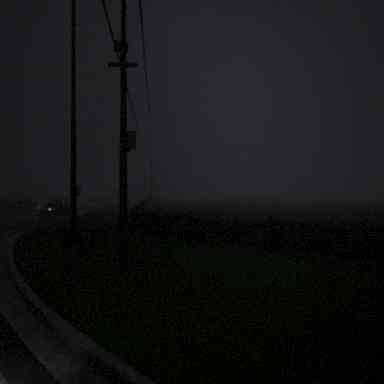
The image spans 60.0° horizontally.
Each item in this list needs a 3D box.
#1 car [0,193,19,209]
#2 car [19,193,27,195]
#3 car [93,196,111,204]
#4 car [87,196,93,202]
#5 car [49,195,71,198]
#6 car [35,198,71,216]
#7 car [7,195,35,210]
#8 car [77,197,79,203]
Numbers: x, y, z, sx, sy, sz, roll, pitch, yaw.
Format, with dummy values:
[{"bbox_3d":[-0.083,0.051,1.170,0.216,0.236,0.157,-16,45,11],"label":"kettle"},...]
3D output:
[{"bbox_3d":[-24.853,1.292,43.306,2.097,1.767,4.553,0,0,-6],"label":"car"},{"bbox_3d":[-30.011,1.145,58.167,2.150,2.045,5.566,0,0,-6],"label":"car"},{"bbox_3d":[-16.157,1.424,61.256,2.128,1.511,4.902,0,0,-6],"label":"car"},{"bbox_3d":[-20.647,1.517,69.771,1.895,1.301,4.718,0,0,-6],"label":"car"},{"bbox_3d":[-18.201,1.543,47.036,1.895,1.301,4.718,0,0,-6],"label":"car"},{"bbox_3d":[-13.103,1.524,32.100,1.994,1.385,4.181,0,0,-6],"label":"car"},{"bbox_3d":[-21.223,1.470,42.236,1.812,1.442,4.674,0,0,-6],"label":"car"},{"bbox_3d":[-23.654,1.413,65.682,2.128,1.511,4.902,0,0,-6],"label":"car"}]
